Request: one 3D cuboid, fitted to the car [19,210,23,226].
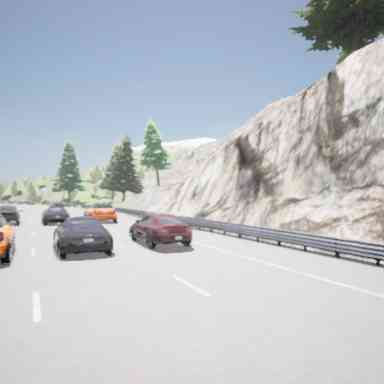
[{"bbox_3d":[-14.228,1.787,25.544,1.837,1.490,4.892,0,0,-26],"label":"car"}]

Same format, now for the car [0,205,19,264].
[{"bbox_3d":[-7.610,1.482,11.994,2.097,1.767,4.553,0,-1,-25],"label":"car"}]

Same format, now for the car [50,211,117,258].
[{"bbox_3d":[-4.554,1.719,13.710,1.994,1.385,4.181,0,-1,-25],"label":"car"}]

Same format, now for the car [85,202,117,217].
[{"bbox_3d":[-7.895,1.673,28.530,2.097,1.767,4.553,0,-1,-26],"label":"car"}]

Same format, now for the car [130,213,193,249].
[{"bbox_3d":[-1.518,1.704,15.482,1.812,1.442,4.674,0,-1,-25],"label":"car"}]

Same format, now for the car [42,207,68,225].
[{"bbox_3d":[-11.065,1.865,27.042,1.994,1.385,4.181,0,-1,-26],"label":"car"}]
